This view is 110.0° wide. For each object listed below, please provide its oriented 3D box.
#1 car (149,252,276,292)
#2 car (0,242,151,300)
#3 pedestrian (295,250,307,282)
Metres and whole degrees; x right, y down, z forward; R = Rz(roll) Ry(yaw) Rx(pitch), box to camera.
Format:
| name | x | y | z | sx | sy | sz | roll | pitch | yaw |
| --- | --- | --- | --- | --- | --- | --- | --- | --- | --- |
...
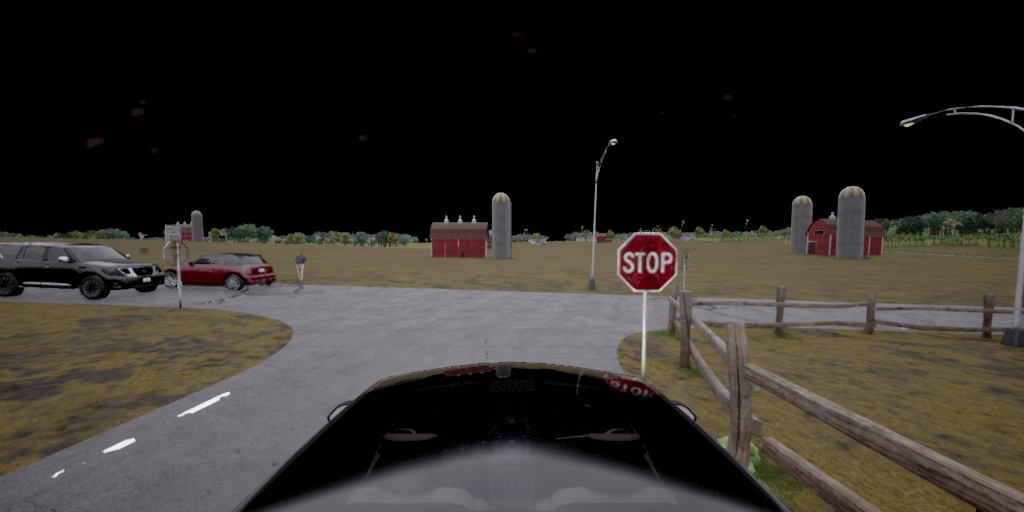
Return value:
| name | x | y | z | sx | sy | sz | roll | pitch | yaw |
| --- | --- | --- | --- | --- | --- | --- | --- | --- | --- |
| car | -14.020 | 0.624 | 17.179 | 4.553 | 1.767 | 2.097 | 2 | 3 | 3 |
| car | -17.372 | 0.514 | 14.366 | 5.566 | 2.045 | 2.150 | 2 | 3 | 0 |
| pedestrian | -11.994 | 0.550 | 20.305 | 0.375 | 1.860 | 0.375 | 0 | 1 | 0 |
